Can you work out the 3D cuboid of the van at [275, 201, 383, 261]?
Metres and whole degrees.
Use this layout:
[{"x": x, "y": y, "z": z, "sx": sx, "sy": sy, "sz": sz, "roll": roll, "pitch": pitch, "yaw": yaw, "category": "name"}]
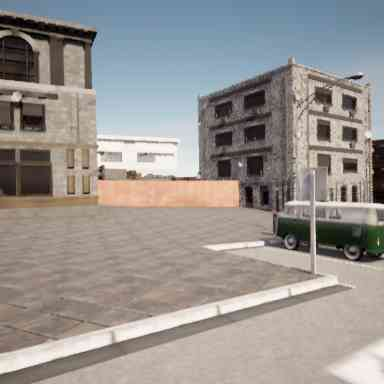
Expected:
[{"x": 5.259, "y": 1.381, "z": 12.898, "sx": 1.878, "sy": 1.987, "sz": 4.442, "roll": 2, "pitch": -1, "yaw": -35, "category": "van"}]
